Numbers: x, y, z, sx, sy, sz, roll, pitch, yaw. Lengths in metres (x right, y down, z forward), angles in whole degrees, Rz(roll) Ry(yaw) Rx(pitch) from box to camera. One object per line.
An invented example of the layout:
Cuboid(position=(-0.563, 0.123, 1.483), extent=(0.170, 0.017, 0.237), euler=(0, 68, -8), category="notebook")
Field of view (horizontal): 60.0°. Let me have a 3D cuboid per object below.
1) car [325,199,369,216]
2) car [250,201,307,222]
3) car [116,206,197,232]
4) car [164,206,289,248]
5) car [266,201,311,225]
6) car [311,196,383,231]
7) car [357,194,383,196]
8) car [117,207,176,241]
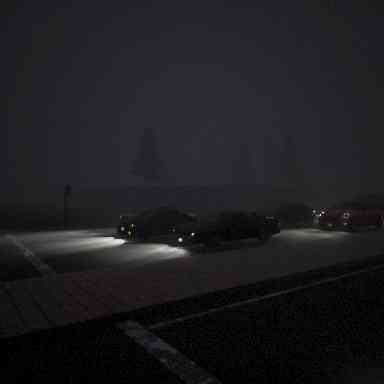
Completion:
Cuboid(position=(15.623, 1.505, 33.359), extent=(4.892, 1.490, 1.837), euler=(0, 0, -35), category="car")
Cuboid(position=(7.197, 1.506, 27.377), extent=(4.892, 1.490, 1.837), euler=(0, 0, -35), category="car")
Cuboid(position=(-2.157, 1.601, 20.815), extent=(4.718, 1.301, 1.895), euler=(0, 0, -35), category="car")
Cuboid(position=(1.699, 1.548, 14.978), extent=(5.357, 1.411, 2.033), euler=(0, 0, -35), category="car")
Cuboid(position=(6.358, 1.506, 22.507), extent=(4.892, 1.490, 1.837), euler=(0, 0, -35), category="car")
Cuboid(position=(9.890, 1.352, 20.707), extent=(4.553, 1.767, 2.097), euler=(0, 0, -35), category="car")
Cuboid(position=(15.157, 1.221, 28.735), extent=(5.566, 2.045, 2.150), euler=(0, 0, -35), category="car")
Cuboid(position=(-1.649, 1.564, 16.895), extent=(4.181, 1.385, 1.994), euler=(0, 0, -35), category="car")
